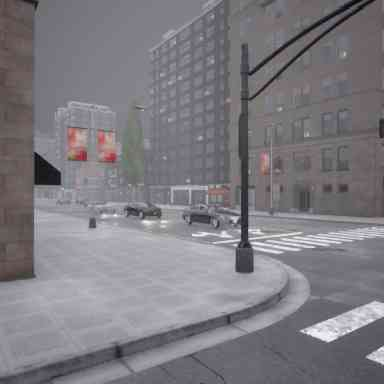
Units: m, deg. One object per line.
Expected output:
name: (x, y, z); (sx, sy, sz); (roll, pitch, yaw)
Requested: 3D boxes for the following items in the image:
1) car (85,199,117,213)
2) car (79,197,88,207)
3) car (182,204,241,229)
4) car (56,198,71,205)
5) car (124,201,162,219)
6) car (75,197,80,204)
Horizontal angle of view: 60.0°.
car: (-10.496, 1.741, 38.857); (1.895, 1.301, 4.718); (0, 0, -36)
car: (-15.421, 1.760, 51.624); (1.994, 1.385, 4.181); (0, 0, -36)
car: (1.231, 1.554, 22.513); (2.128, 1.511, 4.902); (0, 0, -36)
car: (-25.225, 1.803, 65.260); (2.033, 1.411, 5.357); (0, 0, -36)
car: (-4.593, 1.579, 30.623); (1.882, 1.535, 5.008); (0, 0, -35)
car: (-21.850, 1.760, 66.140); (1.837, 1.490, 4.892); (0, 0, -36)
